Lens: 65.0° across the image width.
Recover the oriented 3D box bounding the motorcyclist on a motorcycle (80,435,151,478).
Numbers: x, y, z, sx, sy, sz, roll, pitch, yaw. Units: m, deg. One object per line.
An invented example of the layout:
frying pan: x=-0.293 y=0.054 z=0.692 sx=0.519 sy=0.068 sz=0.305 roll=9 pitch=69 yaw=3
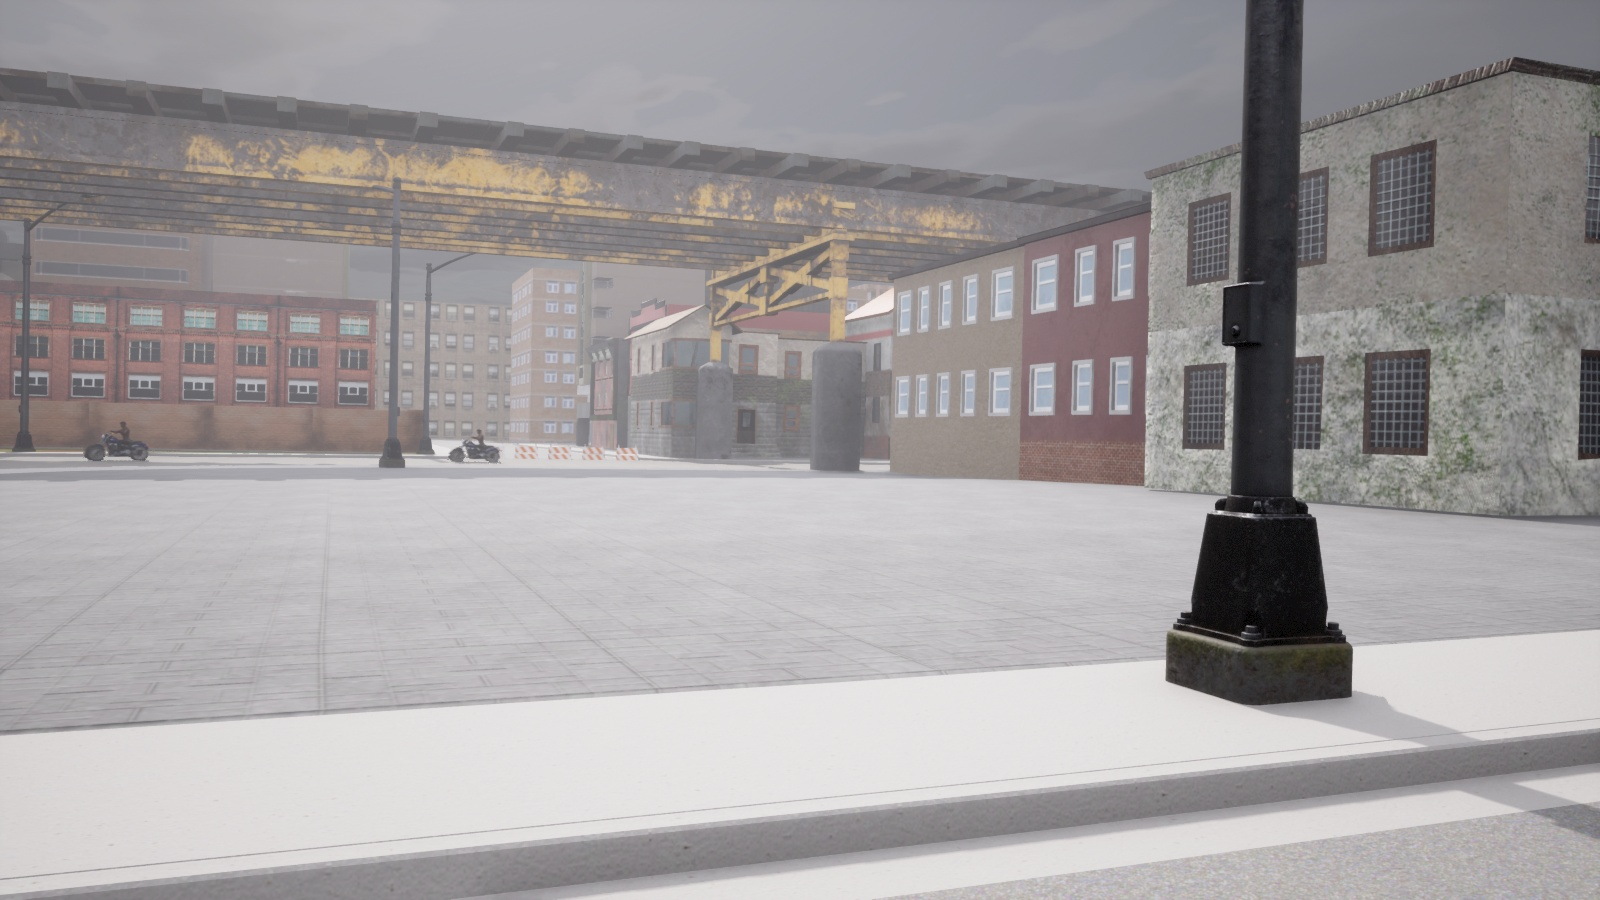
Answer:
motorcyclist on a motorcycle: x=-27.039 y=0.242 z=49.648 sx=0.766 sy=1.649 sz=2.350 roll=1 pitch=1 yaw=40

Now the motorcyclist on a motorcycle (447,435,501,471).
motorcyclist on a motorcycle: x=-15.265 y=0.138 z=58.761 sx=2.350 sy=1.649 sz=0.766 roll=0 pitch=1 yaw=-24
